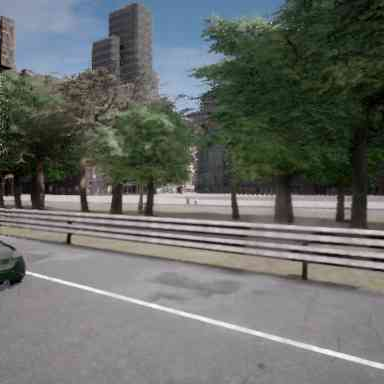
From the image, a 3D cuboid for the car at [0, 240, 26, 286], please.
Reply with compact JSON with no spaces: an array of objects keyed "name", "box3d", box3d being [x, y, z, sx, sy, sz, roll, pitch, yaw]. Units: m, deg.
[{"name":"car","box3d":[-5.971,1.561,8.204,4.181,1.385,1.994,0,0,35]}]
